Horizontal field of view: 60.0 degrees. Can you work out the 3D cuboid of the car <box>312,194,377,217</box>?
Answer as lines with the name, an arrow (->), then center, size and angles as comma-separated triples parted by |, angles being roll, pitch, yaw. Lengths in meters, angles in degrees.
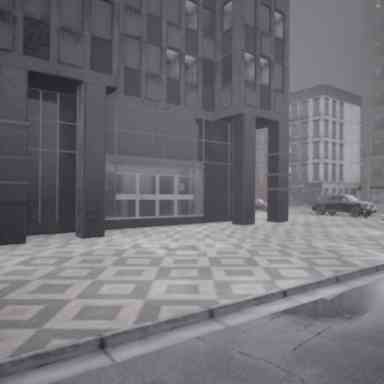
car -> 13.695, 1.185, 30.351 | 2.150, 2.045, 5.566 | 1, -1, -36

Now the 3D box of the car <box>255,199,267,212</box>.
car -> 7.873, 1.493, 38.475 | 1.812, 1.442, 4.674 | 1, 0, -35
